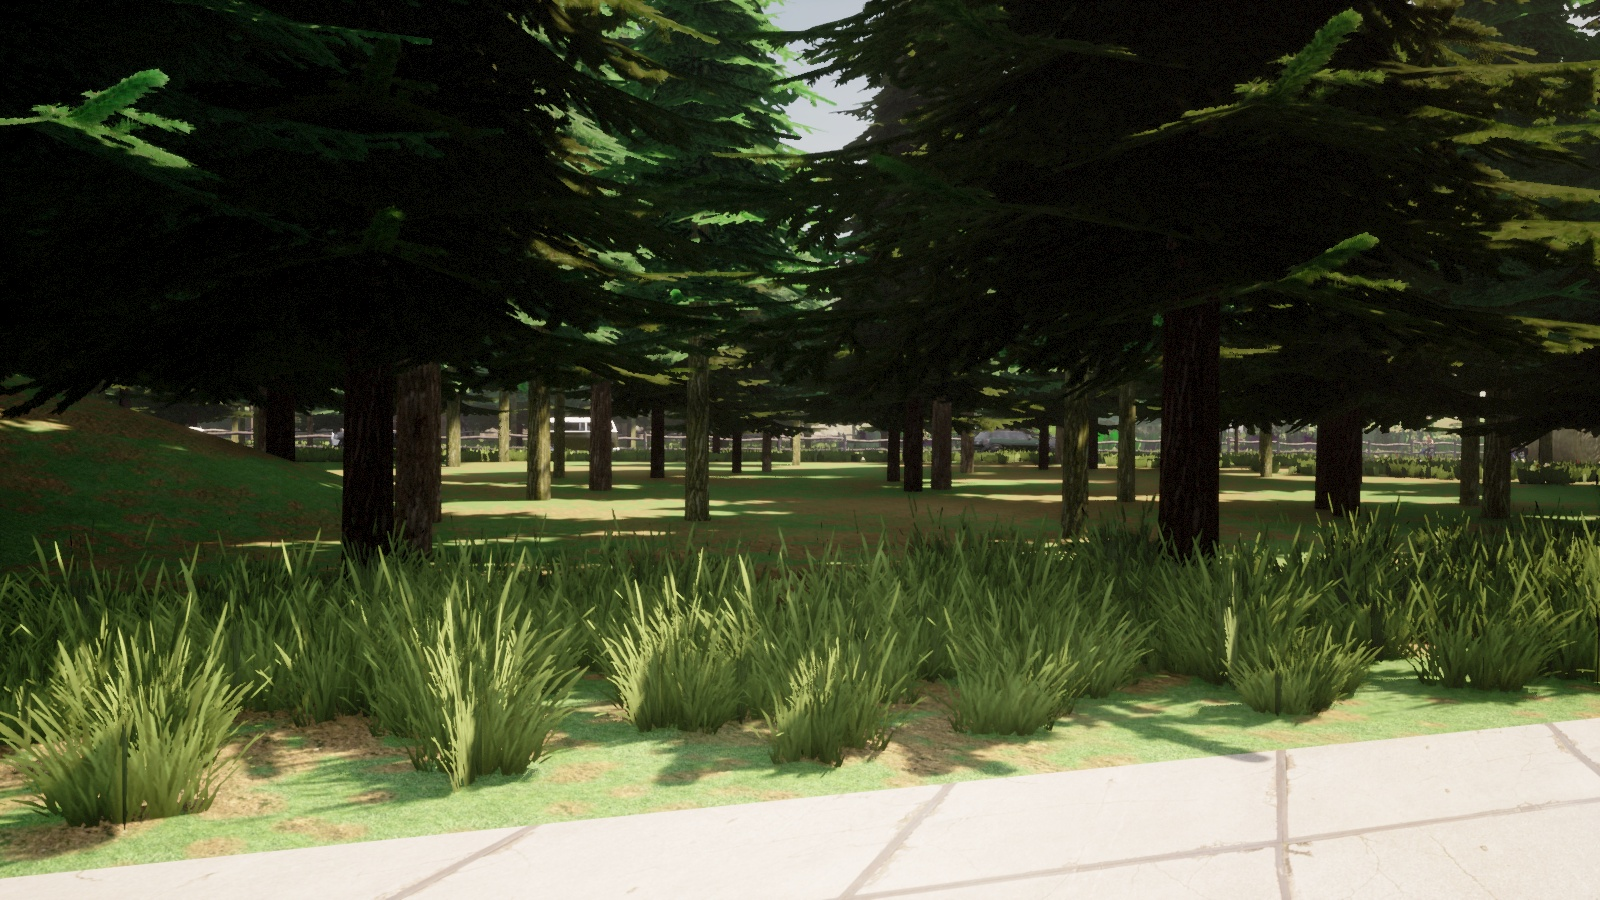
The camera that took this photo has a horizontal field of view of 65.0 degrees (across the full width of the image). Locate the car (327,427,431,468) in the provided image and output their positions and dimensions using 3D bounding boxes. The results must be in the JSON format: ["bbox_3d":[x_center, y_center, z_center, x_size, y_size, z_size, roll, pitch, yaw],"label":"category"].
[{"bbox_3d":[-20.162,-0.146,60.132,4.605,1.855,1.932,-1,1,-21],"label":"car"}]

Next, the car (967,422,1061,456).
[{"bbox_3d":[11.648,-0.591,68.381,4.553,1.767,2.097,-1,1,-20],"label":"car"}]

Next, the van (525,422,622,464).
[{"bbox_3d":[-11.461,-0.387,63.432,4.480,2.038,2.069,-1,1,-21],"label":"van"}]
